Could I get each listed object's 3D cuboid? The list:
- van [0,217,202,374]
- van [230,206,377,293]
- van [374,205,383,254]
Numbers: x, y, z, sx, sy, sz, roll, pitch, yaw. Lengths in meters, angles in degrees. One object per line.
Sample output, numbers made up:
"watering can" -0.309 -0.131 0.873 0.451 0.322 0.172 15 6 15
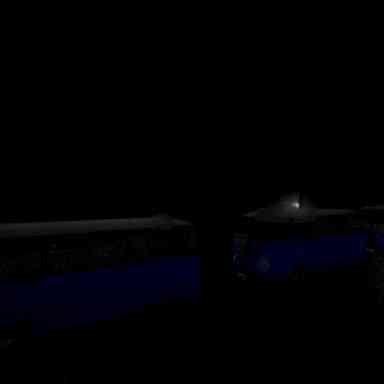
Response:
"van" -1.738 1.341 5.307 3.998 1.788 1.690 0 -1 -35
"van" 2.812 1.339 8.548 3.998 1.788 1.690 0 -1 -35
"van" 7.361 1.336 11.789 3.998 1.788 1.690 0 -1 -35
